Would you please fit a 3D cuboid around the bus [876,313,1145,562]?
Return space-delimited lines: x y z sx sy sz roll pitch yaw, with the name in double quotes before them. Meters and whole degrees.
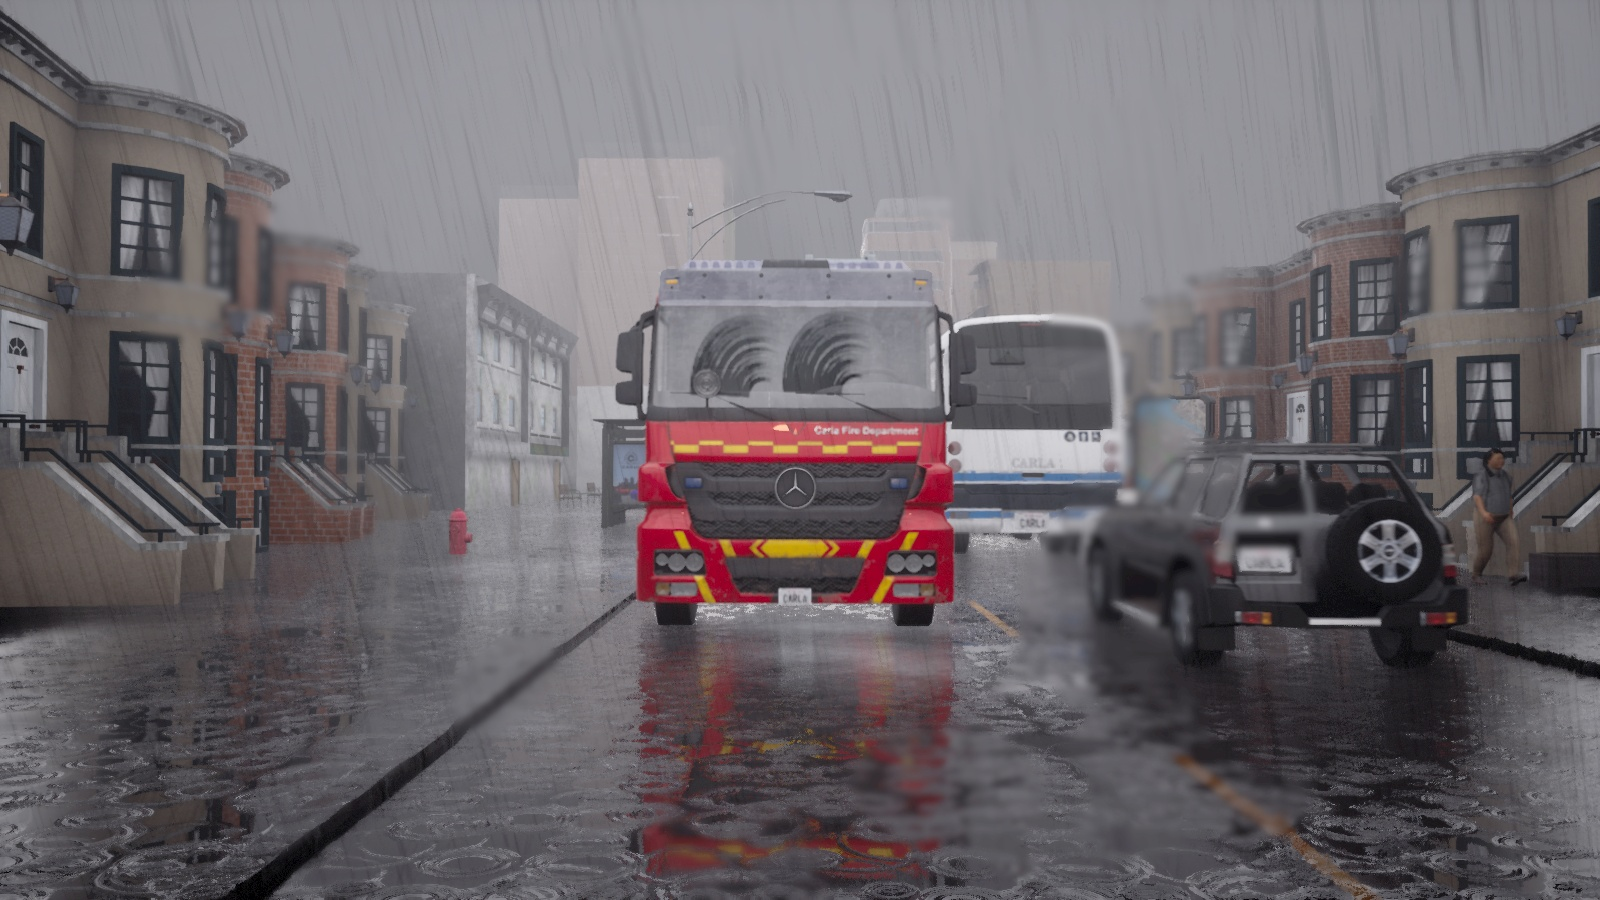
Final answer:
"bus" 3.919 -0.131 26.667 3.944 4.253 10.273 0 -1 0

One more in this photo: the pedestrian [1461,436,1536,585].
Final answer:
"pedestrian" 8.838 0.755 15.899 0.540 1.848 0.694 0 -1 0

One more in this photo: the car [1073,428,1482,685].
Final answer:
"car" 3.966 0.807 11.420 1.932 1.855 4.605 0 -1 0

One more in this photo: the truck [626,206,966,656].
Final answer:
"truck" -0.048 -0.099 14.953 2.891 3.827 8.468 0 -1 0
